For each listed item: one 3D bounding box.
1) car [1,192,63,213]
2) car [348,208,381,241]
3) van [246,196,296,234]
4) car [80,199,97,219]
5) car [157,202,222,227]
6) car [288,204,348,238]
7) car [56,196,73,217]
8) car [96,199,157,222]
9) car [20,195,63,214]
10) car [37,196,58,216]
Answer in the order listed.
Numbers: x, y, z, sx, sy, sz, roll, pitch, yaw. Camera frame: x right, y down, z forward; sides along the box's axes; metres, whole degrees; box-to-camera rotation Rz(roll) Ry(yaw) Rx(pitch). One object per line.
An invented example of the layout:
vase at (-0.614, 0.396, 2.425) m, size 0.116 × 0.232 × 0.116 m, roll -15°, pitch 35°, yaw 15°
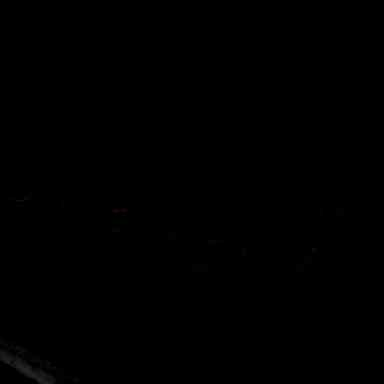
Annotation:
car at (-15.600, 1.061, 33.752) m, size 2.435 × 2.045 × 5.566 m, roll 0°, pitch 0°, yaw 35°
car at (9.296, 1.498, 16.080) m, size 2.097 × 1.535 × 5.008 m, roll 0°, pitch 0°, yaw 35°
van at (4.843, 1.238, 19.395) m, size 1.878 × 1.987 × 4.442 m, roll 0°, pitch 0°, yaw 35°
car at (-6.519, 1.409, 27.366) m, size 2.163 × 1.488 × 4.792 m, roll 0°, pitch 0°, yaw 35°
car at (0.234, 1.459, 22.493) m, size 2.163 × 1.488 × 4.792 m, roll 0°, pitch 0°, yaw 35°
car at (7.033, 1.521, 17.691) m, size 2.002 × 1.452 × 4.674 m, roll 0°, pitch 0°, yaw 35°
car at (-8.794, 1.364, 28.956) m, size 2.231 × 1.521 × 4.892 m, roll 0°, pitch 0°, yaw 35°
car at (-4.382, 1.393, 25.583) m, size 1.946 × 1.575 × 5.366 m, roll 0°, pitch 0°, yaw 35°
car at (-13.319, 1.329, 32.172) m, size 2.097 × 1.535 × 5.008 m, roll 0°, pitch 0°, yaw 35°
car at (-11.057, 1.345, 30.563) m, size 2.097 × 1.535 × 5.008 m, roll 0°, pitch 0°, yaw 35°
